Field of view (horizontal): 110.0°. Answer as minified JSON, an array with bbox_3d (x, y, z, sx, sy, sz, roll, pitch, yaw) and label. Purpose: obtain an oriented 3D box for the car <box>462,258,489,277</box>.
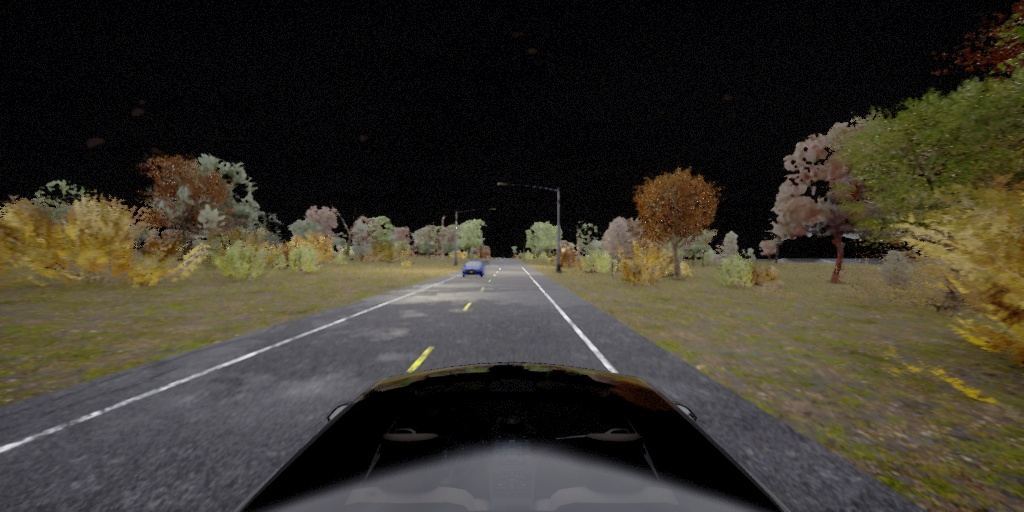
[{"bbox_3d":[-3.597,1.183,34.244,1.882,1.535,5.008,0,0,0],"label":"car"}]
